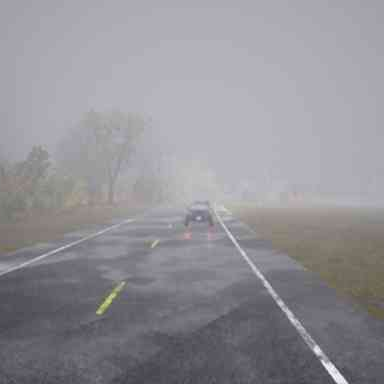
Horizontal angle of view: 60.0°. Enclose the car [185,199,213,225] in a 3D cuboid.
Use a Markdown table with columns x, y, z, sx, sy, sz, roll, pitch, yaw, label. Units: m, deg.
| x | y | z | sx | sy | sz | roll | pitch | yaw | label |
| --- | --- | --- | --- | --- | --- | --- | --- | --- | --- |
| 0.497 | 1.487 | 23.330 | 1.812 | 1.442 | 4.674 | 0 | 0 | 2 | car |
